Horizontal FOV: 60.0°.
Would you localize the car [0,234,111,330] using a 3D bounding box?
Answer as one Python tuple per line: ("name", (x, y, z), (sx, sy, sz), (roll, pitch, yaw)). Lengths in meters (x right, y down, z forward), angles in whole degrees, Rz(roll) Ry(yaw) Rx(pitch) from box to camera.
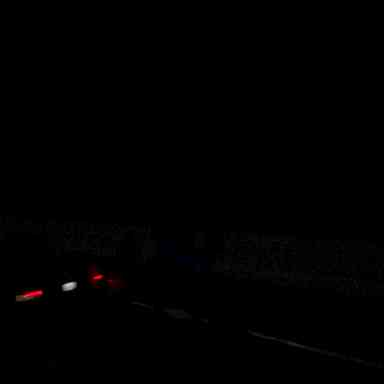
("car", (-4.031, 1.605, 6.871), (5.357, 1.411, 2.033), (-1, 0, 36))
